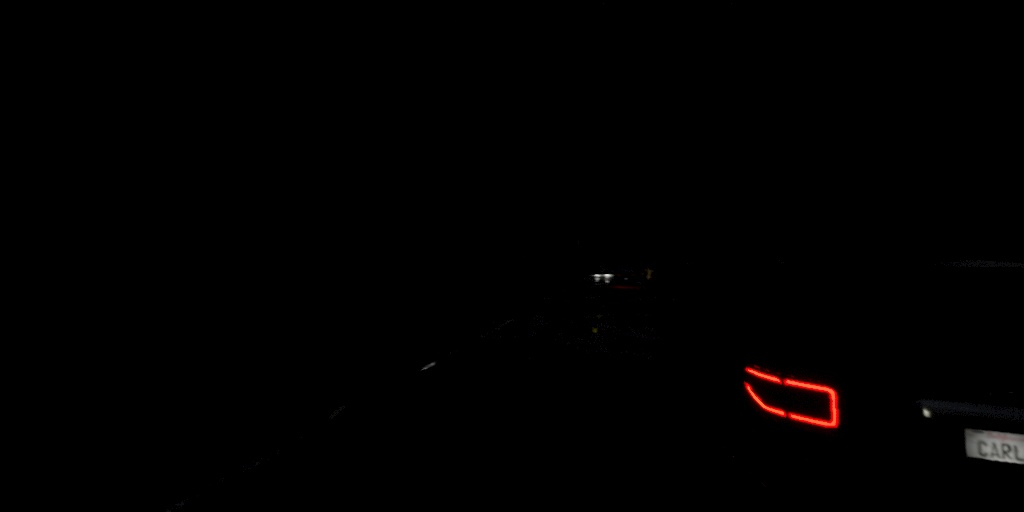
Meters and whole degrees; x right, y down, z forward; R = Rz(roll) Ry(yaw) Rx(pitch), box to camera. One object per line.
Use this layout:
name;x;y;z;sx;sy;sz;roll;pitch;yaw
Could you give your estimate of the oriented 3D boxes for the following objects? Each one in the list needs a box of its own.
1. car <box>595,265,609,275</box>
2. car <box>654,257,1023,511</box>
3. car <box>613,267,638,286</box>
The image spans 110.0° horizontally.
car;14.033;2.159;55.988;1.812;1.442;4.674;1;-1;16
car;3.088;1.049;4.288;2.150;2.045;5.566;1;-1;16
car;10.069;1.751;31.892;1.882;1.535;5.008;1;-1;16
